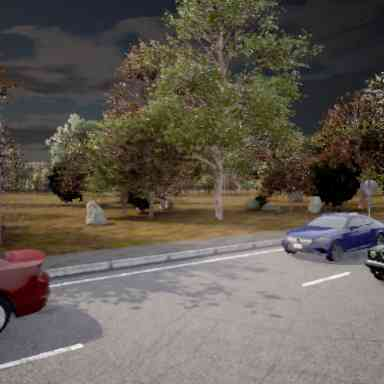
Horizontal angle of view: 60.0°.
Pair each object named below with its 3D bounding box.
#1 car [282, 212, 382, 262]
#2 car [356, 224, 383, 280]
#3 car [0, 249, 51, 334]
[{"bbox_3d":[5.296,1.479,12.057,4.674,1.442,1.812,0,0,-35],"label":"car"},{"bbox_3d":[6.491,1.558,8.614,4.718,1.301,1.895,0,0,-36],"label":"car"},{"bbox_3d":[-4.788,1.485,4.875,5.008,1.535,1.882,0,0,-35],"label":"car"}]
